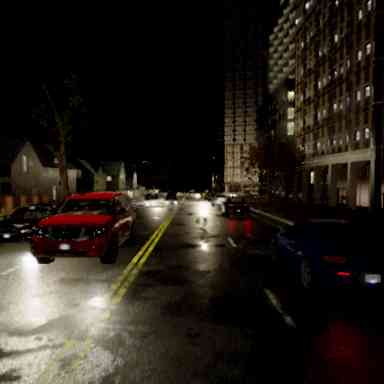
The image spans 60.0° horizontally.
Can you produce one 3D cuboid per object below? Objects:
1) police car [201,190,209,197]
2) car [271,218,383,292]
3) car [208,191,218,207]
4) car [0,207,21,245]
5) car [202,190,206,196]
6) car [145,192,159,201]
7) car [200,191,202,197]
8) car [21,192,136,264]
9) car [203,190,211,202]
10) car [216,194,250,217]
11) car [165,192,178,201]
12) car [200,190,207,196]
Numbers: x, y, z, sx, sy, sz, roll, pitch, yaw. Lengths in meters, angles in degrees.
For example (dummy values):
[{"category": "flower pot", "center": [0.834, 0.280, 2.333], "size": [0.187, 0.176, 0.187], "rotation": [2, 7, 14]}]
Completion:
[{"category": "police car", "center": [3.239, 0.278, 83.326], "size": [1.930, 1.638, 5.238], "rotation": [0, 1, 0]}, {"category": "car", "center": [3.349, 1.397, 8.452], "size": [1.812, 1.442, 4.674], "rotation": [0, 1, 0]}, {"category": "car", "center": [3.245, 0.959, 39.205], "size": [1.812, 1.442, 4.674], "rotation": [0, 1, 0]}, {"category": "car", "center": [-6.600, 1.290, 14.278], "size": [1.837, 1.490, 4.892], "rotation": [0, 1, 0]}, {"category": "car", "center": [3.242, 0.639, 61.211], "size": [1.837, 1.490, 4.892], "rotation": [0, 1, 0]}, {"category": "car", "center": [-6.560, 0.709, 54.850], "size": [2.128, 1.511, 4.902], "rotation": [0, 1, 0]}, {"category": "car", "center": [3.241, 0.447, 72.404], "size": [1.801, 1.575, 5.366], "rotation": [0, 1, 0]}, {"category": "car", "center": [-3.351, 1.047, 11.507], "size": [2.150, 2.045, 5.566], "rotation": [0, 1, 0]}, {"category": "car", "center": [3.243, 0.828, 50.209], "size": [2.033, 1.411, 5.357], "rotation": [0, 1, 0]}, {"category": "car", "center": [3.345, 1.106, 26.234], "size": [2.128, 1.511, 4.902], "rotation": [0, 1, 0]}, {"category": "car", "center": [-3.302, 0.755, 54.028], "size": [1.812, 1.442, 4.674], "rotation": [0, 1, 1]}, {"category": "car", "center": [3.238, 0.244, 94.221], "size": [1.812, 1.442, 4.674], "rotation": [0, 1, 0]}]
